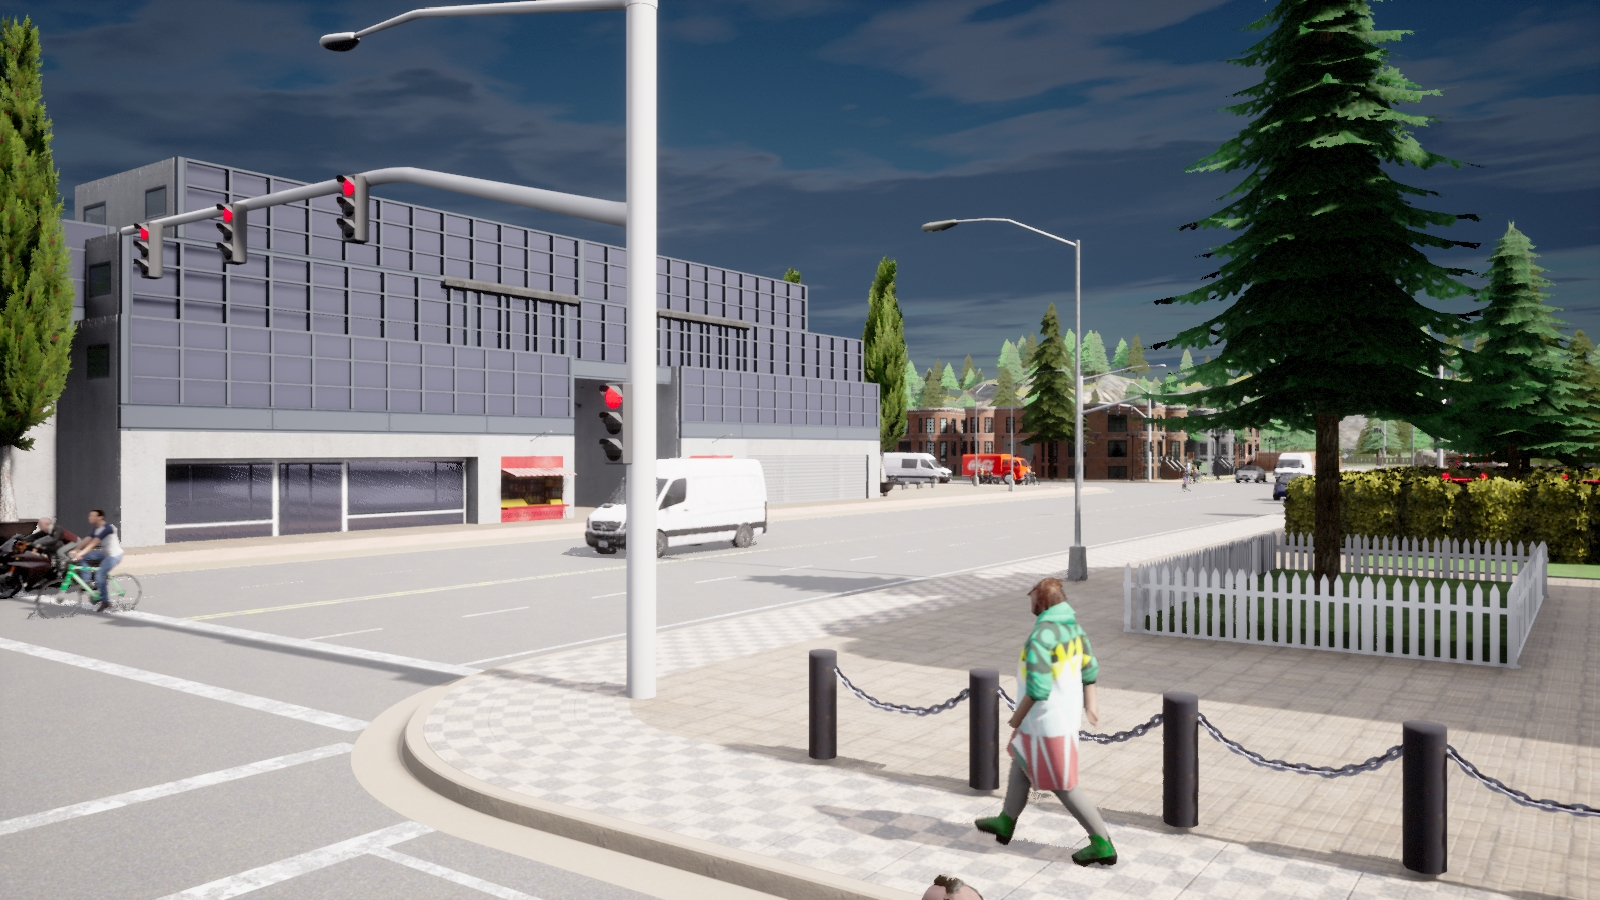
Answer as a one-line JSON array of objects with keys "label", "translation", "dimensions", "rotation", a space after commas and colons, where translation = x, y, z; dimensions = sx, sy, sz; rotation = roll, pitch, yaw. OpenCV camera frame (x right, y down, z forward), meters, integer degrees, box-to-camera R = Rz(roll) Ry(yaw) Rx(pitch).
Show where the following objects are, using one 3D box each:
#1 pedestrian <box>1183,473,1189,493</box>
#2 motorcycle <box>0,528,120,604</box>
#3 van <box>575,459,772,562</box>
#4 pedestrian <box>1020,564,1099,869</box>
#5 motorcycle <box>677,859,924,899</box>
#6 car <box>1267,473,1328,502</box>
[{"label": "pedestrian", "translation": [25.087, 2.128, 74.283], "dimensions": [0.375, 1.300, 0.375], "rotation": [0, 0, 19]}, {"label": "motorcycle", "translation": [-14.495, 2.205, 22.038], "dimensions": [0.867, 1.251, 2.209], "rotation": [0, 0, 36]}, {"label": "van", "translation": [-3.346, 1.535, 31.594], "dimensions": [1.988, 2.561, 5.915], "rotation": [0, 0, 35]}, {"label": "pedestrian", "translation": [1.688, 1.697, 7.428], "dimensions": [0.375, 1.860, 0.375], "rotation": [0, 0, 37]}, {"label": "motorcycle", "translation": [0.509, 2.205, 3.428], "dimensions": [2.209, 1.251, 0.867], "rotation": [0, 0, 35]}, {"label": "car", "translation": [27.765, 2.063, 63.661], "dimensions": [2.163, 1.488, 4.792], "rotation": [0, 0, 35]}]
